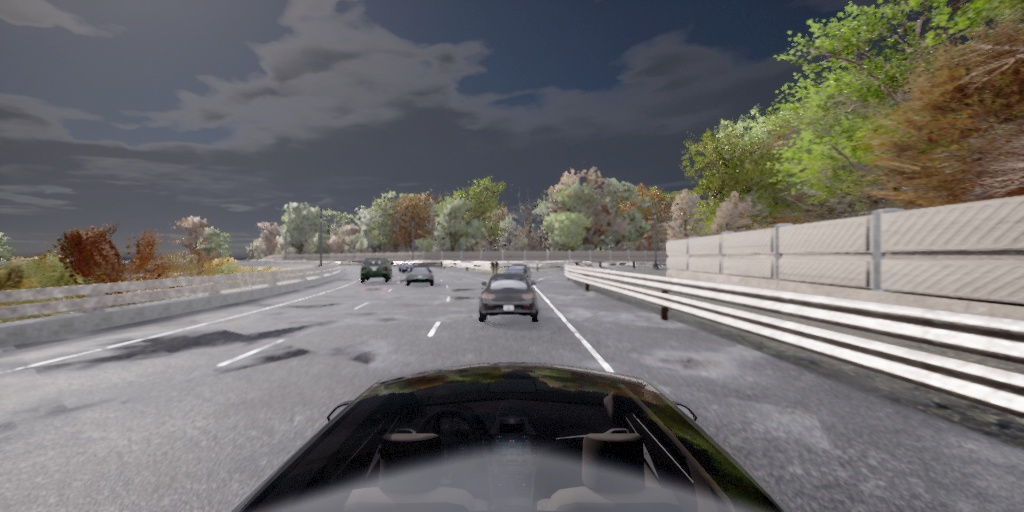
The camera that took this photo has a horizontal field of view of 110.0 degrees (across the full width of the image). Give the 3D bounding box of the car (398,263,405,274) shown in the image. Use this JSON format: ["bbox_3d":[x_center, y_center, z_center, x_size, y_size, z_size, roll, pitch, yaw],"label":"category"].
[{"bbox_3d":[-13.426,1.562,45.885,1.895,1.301,4.718,0,0,-25],"label":"car"}]

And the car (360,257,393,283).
[{"bbox_3d":[-11.323,1.116,30.145,2.150,2.045,5.566,0,0,-16],"label":"car"}]

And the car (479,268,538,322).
[{"bbox_3d":[-0.112,1.319,12.468,1.812,1.442,4.674,0,0,0],"label":"car"}]

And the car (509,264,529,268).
[{"bbox_3d":[0.621,1.410,30.433,2.033,1.411,5.357,0,0,9],"label":"car"}]

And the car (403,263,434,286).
[{"bbox_3d":[-6.975,1.435,27.284,1.994,1.385,4.181,0,0,-14],"label":"car"}]
